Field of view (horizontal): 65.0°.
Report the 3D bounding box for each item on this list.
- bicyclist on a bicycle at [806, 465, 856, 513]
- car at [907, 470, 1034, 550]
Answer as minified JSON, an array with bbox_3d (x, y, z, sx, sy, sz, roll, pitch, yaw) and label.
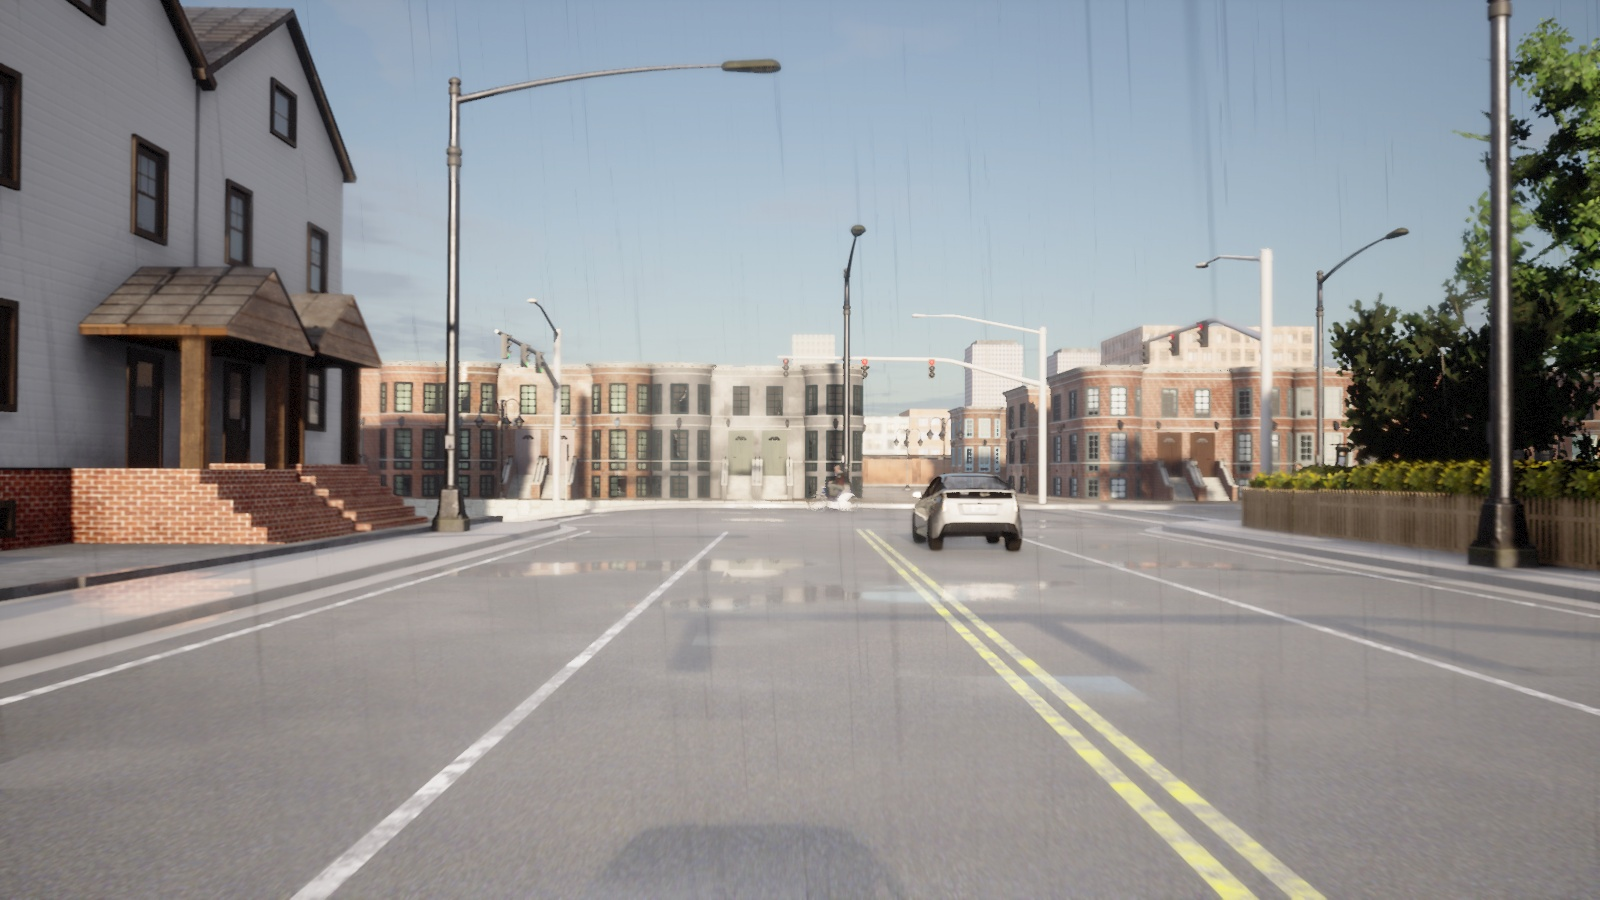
[{"bbox_3d":[1.143,1.453,46.981,1.843,1.776,0.659,0,-1,0],"label":"bicyclist on a bicycle"},{"bbox_3d":[3.437,1.178,26.174,2.007,1.525,4.514,0,-1,0],"label":"car"}]
